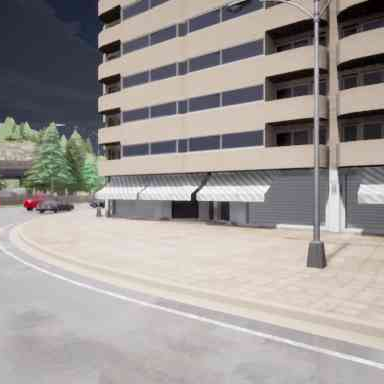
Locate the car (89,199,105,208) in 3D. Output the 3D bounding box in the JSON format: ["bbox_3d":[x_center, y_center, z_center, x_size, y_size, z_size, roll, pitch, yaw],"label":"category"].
[{"bbox_3d":[-12.064,1.601,46.621,1.895,1.301,4.718,0,0,27],"label":"car"}]

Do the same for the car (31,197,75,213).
[{"bbox_3d":[-14.945,1.547,36.582,2.033,1.411,5.357,0,0,7],"label":"car"}]

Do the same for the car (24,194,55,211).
[{"bbox_3d":[-17.870,1.221,40.487,2.150,2.045,5.566,0,0,14],"label":"car"}]
